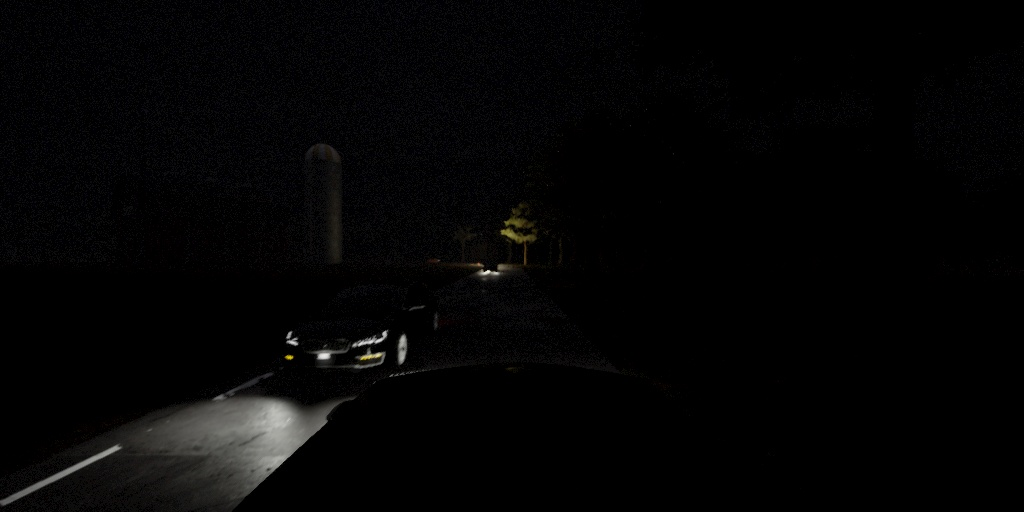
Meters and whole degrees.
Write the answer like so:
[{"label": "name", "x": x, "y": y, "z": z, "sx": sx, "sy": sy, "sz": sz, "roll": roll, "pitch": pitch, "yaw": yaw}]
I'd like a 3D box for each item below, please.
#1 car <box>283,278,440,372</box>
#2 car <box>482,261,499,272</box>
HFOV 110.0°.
[{"label": "car", "x": -2.852, "y": 1.277, "z": 7.868, "sx": 1.837, "sy": 1.490, "sz": 4.892, "roll": 0, "pitch": 0, "yaw": 0}, {"label": "car", "x": -2.897, "y": 1.425, "z": 48.775, "sx": 1.837, "sy": 1.490, "sz": 4.892, "roll": 0, "pitch": 0, "yaw": 0}]
